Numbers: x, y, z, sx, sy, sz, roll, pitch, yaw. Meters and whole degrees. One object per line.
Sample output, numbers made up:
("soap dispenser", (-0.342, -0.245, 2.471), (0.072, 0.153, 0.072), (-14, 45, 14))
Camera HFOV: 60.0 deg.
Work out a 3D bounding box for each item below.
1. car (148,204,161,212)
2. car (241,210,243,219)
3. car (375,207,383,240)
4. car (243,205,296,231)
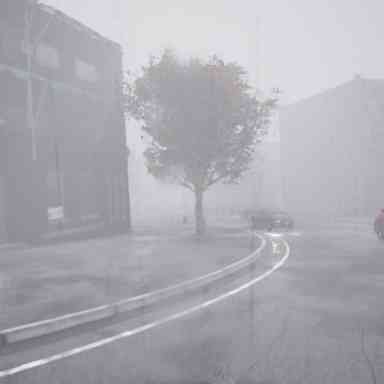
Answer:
("car", (-7.224, 2.995, 63.454), (1.837, 1.490, 4.892), (-3, 1, -19))
("car", (6.706, 2.039, 34.055), (1.882, 1.535, 5.008), (-3, -1, -18))
("car", (9.510, 1.215, 13.923), (2.150, 2.045, 5.566), (-2, -1, 14))
("car", (5.729, 1.928, 24.318), (1.837, 1.490, 4.892), (-2, -2, -13))
